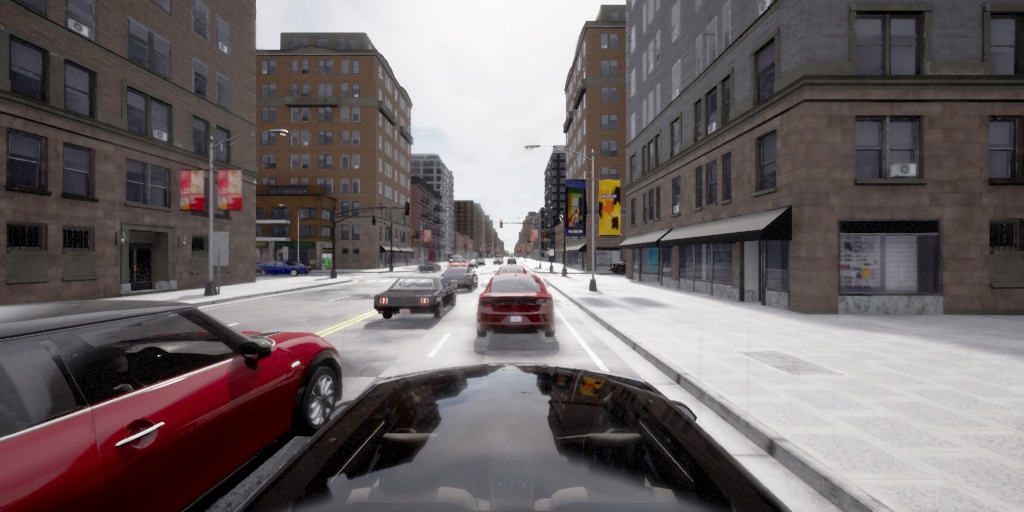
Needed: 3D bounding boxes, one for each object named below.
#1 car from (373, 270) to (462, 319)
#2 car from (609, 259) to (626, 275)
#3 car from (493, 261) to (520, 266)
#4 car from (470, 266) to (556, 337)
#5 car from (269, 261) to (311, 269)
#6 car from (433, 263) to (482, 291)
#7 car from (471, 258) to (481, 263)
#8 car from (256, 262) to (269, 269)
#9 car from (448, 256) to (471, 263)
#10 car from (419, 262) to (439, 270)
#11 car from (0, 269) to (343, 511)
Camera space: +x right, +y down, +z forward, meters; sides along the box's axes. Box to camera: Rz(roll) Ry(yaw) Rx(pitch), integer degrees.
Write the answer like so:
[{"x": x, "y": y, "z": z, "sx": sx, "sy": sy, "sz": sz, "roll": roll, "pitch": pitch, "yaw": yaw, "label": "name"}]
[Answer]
[{"x": -3.153, "y": 1.351, "z": 12.785, "sx": 1.895, "sy": 1.301, "sz": 4.718, "roll": 0, "pitch": 0, "yaw": 0, "label": "car"}, {"x": 13.365, "y": 1.009, "z": 38.784, "sx": 5.566, "sy": 2.045, "sz": 2.150, "roll": 0, "pitch": 0, "yaw": 0, "label": "car"}, {"x": -0.004, "y": 1.227, "z": 19.881, "sx": 1.882, "sy": 1.535, "sz": 5.008, "roll": 0, "pitch": 0, "yaw": 0, "label": "car"}, {"x": 0.099, "y": 1.228, "z": 10.310, "sx": 1.882, "sy": 1.535, "sz": 5.008, "roll": 0, "pitch": 0, "yaw": 0, "label": "car"}, {"x": -22.755, "y": 1.219, "z": 35.655, "sx": 5.008, "sy": 1.535, "sz": 1.882, "roll": 0, "pitch": 0, "yaw": 0, "label": "car"}, {"x": -3.156, "y": 1.313, "z": 21.542, "sx": 1.994, "sy": 1.385, "sz": 4.181, "roll": 0, "pitch": 0, "yaw": 0, "label": "car"}, {"x": -6.597, "y": 1.306, "z": 58.285, "sx": 1.994, "sy": 1.385, "sz": 4.181, "roll": 0, "pitch": 0, "yaw": 0, "label": "car"}, {"x": -25.424, "y": 1.170, "z": 33.129, "sx": 4.097, "sy": 1.591, "sz": 1.967, "roll": 0, "pitch": 0, "yaw": 0, "label": "car"}, {"x": -6.613, "y": 1.103, "z": 43.814, "sx": 2.097, "sy": 1.767, "sz": 4.553, "roll": 0, "pitch": 0, "yaw": 0, "label": "car"}, {"x": -9.859, "y": 1.359, "z": 43.344, "sx": 1.895, "sy": 1.301, "sz": 4.718, "roll": 0, "pitch": 0, "yaw": 0, "label": "car"}, {"x": -3.152, "y": 1.102, "z": 2.626, "sx": 2.097, "sy": 1.767, "sz": 4.553, "roll": 0, "pitch": 0, "yaw": 0, "label": "car"}]
